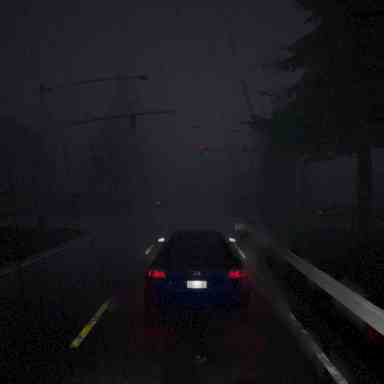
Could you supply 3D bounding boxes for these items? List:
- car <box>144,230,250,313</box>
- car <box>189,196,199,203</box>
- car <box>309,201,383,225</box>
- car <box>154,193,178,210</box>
[{"bbox_3d":[0.111,1.564,7.745,1.994,1.385,4.181,0,0,1],"label":"car"},{"bbox_3d":[0.444,1.525,66.310,1.812,1.442,4.674,0,0,0],"label":"car"},{"bbox_3d":[10.562,1.510,22.993,4.674,1.442,1.812,0,0,1],"label":"car"},{"bbox_3d":[-3.309,1.352,42.244,2.097,1.767,4.553,0,0,1],"label":"car"}]
